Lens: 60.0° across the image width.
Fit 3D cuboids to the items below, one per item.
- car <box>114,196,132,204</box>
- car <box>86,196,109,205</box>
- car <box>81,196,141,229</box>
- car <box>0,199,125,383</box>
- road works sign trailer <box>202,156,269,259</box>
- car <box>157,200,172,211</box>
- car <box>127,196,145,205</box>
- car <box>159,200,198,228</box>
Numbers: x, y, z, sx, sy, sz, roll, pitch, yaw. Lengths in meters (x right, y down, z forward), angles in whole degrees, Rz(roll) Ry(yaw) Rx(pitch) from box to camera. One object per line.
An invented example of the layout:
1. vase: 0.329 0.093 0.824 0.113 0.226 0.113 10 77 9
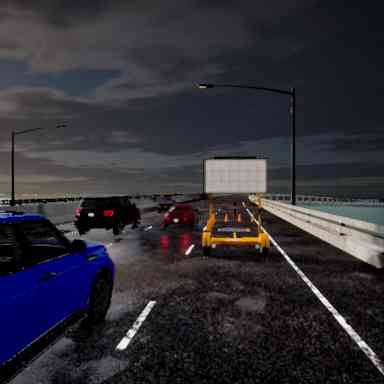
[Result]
1. car: -13.135 1.506 63.840 1.837 1.490 4.892 0 0 8
2. car: -17.122 1.551 60.563 2.033 1.411 5.357 0 0 8
3. car: -4.579 1.221 18.823 2.150 2.045 5.566 0 0 7
4. car: -2.773 1.222 4.005 2.150 2.045 5.566 0 0 6
5. road works sign trailer: 1.632 0.466 12.622 2.380 3.560 2.880 0 0 7
6. car: -2.436 1.551 36.424 2.033 1.411 5.357 0 0 7
7. car: -10.097 1.528 60.384 1.812 1.442 4.674 0 0 8
8. car: -0.660 1.528 22.114 1.812 1.442 4.674 0 0 7
